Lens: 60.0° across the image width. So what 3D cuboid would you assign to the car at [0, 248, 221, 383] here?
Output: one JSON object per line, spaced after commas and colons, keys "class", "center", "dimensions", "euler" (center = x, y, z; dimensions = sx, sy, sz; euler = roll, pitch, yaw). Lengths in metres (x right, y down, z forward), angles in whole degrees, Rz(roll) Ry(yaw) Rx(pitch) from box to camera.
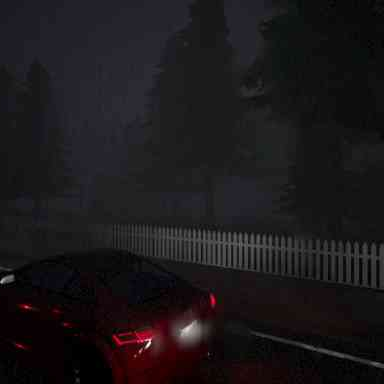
{"class": "car", "center": [-1.675, 1.564, 4.975], "dimensions": [4.181, 1.385, 1.994], "euler": [0, 0, 35]}
